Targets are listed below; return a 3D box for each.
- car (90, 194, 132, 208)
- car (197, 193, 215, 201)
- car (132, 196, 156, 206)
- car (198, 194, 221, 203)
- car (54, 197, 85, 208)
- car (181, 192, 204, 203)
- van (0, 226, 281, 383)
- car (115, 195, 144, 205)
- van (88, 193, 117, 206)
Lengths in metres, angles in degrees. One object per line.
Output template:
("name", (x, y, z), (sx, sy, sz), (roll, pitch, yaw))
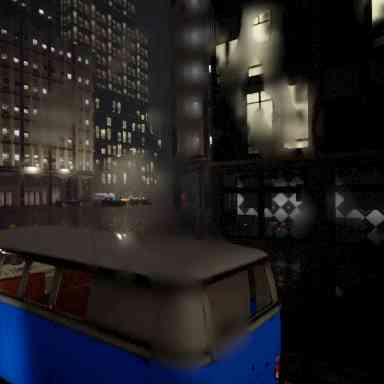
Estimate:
("car", (-10.083, 1.267, 41.033), (1.887, 1.381, 4.507), (0, 0, 36))
("car", (3.121, 1.016, 73.256), (1.967, 1.590, 4.097), (0, 0, 36))
("car", (-6.753, 1.230, 45.582), (2.008, 1.369, 4.403), (0, 0, 36))
("car", (3.238, 1.101, 59.230), (2.008, 1.369, 4.403), (0, 0, 36))
("car", (-16.868, 1.403, 45.949), (1.947, 1.339, 4.313), (0, 0, 36))
("car", (-0.094, 0.909, 54.680), (2.192, 1.841, 5.009), (0, 0, 36))
("van", (-1.051, 1.342, 3.640), (3.998, 1.788, 1.690), (0, -1, 36))
("car", (-10.306, 1.278, 54.914), (1.752, 1.417, 4.829), (0, 0, 36))
("van", (-13.539, 1.136, 50.500), (1.690, 1.788, 3.998), (0, 0, 36))
